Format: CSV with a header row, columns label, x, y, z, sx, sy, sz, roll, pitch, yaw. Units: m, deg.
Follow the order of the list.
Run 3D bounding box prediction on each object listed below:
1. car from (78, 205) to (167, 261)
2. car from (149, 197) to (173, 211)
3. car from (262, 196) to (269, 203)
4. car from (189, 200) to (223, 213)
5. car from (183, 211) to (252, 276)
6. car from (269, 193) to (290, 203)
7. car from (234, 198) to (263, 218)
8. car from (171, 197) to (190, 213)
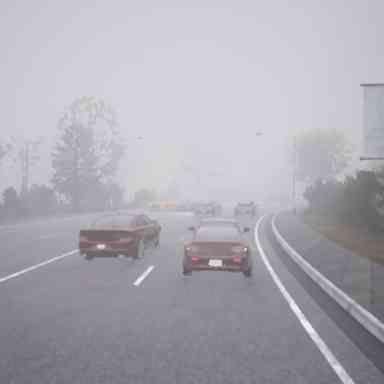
label,x,y,z,sx,sy,sz,roll,pitch,yaw
car,-2.450,1.488,12.480,1.882,1.535,5.008,0,0,7
car,-3.356,1.380,39.577,2.097,1.767,4.553,0,0,20
car,16.898,1.636,75.602,2.033,1.411,5.357,0,0,39
car,1.697,1.533,32.012,2.128,1.511,4.902,0,0,16
car,0.823,1.541,10.318,1.812,1.442,4.674,0,0,6
car,19.814,1.304,73.630,2.150,2.045,5.566,0,0,39
car,5.216,1.545,31.588,2.128,1.511,4.902,0,0,17
car,-0.361,1.602,37.578,1.994,1.385,4.181,0,0,20
